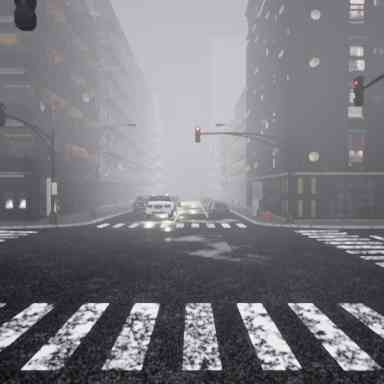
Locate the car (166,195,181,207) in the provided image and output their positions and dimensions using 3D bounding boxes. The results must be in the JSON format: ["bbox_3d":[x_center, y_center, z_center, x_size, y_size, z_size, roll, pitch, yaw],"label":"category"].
[{"bbox_3d":[-2.760,1.321,50.348,2.097,1.767,4.553,0,0,0],"label":"car"}]

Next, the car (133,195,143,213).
[{"bbox_3d":[-5.271,1.293,36.946,2.192,1.841,5.009,-1,0,0],"label":"car"}]

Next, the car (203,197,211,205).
[{"bbox_3d":[2.612,1.529,36.875,2.008,1.369,4.403,-1,0,0],"label":"car"}]

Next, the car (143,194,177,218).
[{"bbox_3d":[-2.808,1.204,30.336,2.150,2.045,5.566,0,0,0],"label":"car"}]

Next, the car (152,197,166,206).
[{"bbox_3d":[-5.242,1.548,53.558,1.802,1.307,4.206,-1,0,0],"label":"car"}]

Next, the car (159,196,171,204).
[{"bbox_3d":[-5.225,1.540,64.632,1.802,1.307,4.206,-1,0,0],"label":"car"}]

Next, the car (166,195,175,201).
[{"bbox_3d":[-5.200,1.469,81.074,1.752,1.417,4.829,-1,0,0],"label":"car"}]

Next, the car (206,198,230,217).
[{"bbox_3d":[2.604,1.564,31.336,1.802,1.307,4.206,-1,0,0],"label":"car"}]

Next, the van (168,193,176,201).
[{"bbox_3d":[-5.193,1.279,86.781,1.690,1.788,3.998,-1,0,0],"label":"van"}]

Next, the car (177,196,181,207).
[{"bbox_3d":[-2.786,1.467,40.285,2.128,1.511,4.902,0,0,0],"label":"car"}]

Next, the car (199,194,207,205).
[{"bbox_3d":[2.646,1.507,59.032,1.887,1.381,4.507,-1,0,0],"label":"car"}]

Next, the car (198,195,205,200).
[{"bbox_3d":[2.699,1.514,92.267,1.802,1.307,4.206,-1,0,0],"label":"car"}]

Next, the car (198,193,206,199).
[{"bbox_3d":[2.673,1.531,75.650,1.802,1.307,4.206,-1,0,0],"label":"car"}]

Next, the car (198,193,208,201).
[{"bbox_3d":[2.678,1.259,81.189,2.192,1.841,5.009,-1,0,0],"label":"car"}]
